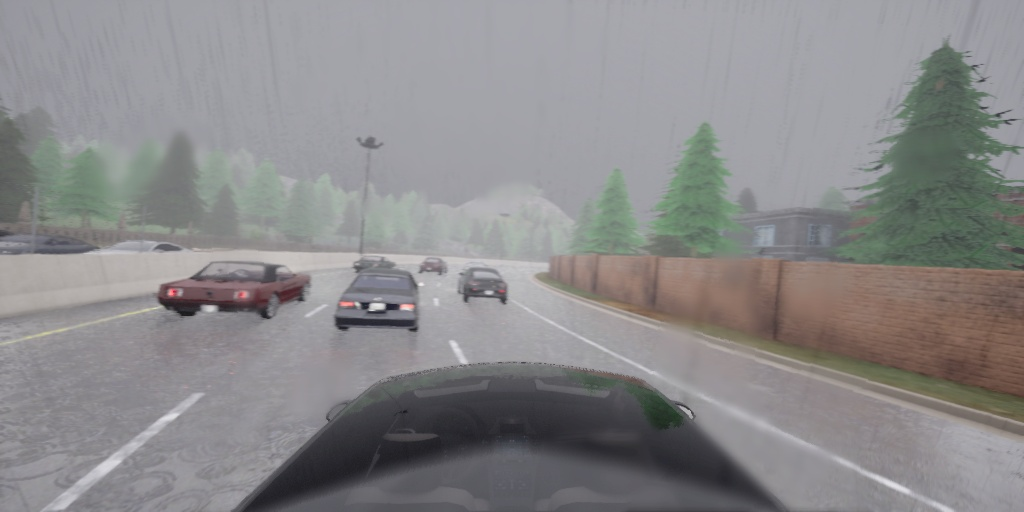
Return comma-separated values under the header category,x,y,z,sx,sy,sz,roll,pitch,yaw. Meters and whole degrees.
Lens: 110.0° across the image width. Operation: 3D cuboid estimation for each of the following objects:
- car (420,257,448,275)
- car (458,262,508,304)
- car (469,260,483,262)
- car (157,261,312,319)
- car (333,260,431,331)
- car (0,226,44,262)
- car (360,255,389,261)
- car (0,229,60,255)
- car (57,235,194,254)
category,x,y,z,sx,sy,sz,roll,pitch,yaw
car,-6.735,0.836,31.007,1.812,1.442,4.674,5,0,-2
car,-1.380,1.218,16.171,1.812,1.442,4.674,5,0,-13
car,-3.326,1.125,33.023,1.812,1.442,4.674,5,0,-2
car,-7.027,0.802,9.805,1.895,1.301,4.718,5,0,-16
car,-3.456,1.043,9.839,2.033,1.411,5.357,5,0,-15
car,-22.477,-0.552,14.245,1.837,1.490,4.892,4,0,-10
car,-9.975,0.625,26.395,1.895,1.301,4.718,5,0,-5
car,-18.925,-0.199,14.315,1.994,1.385,4.181,5,0,-11
car,-15.589,0.041,15.190,1.812,1.442,4.674,5,0,-11
